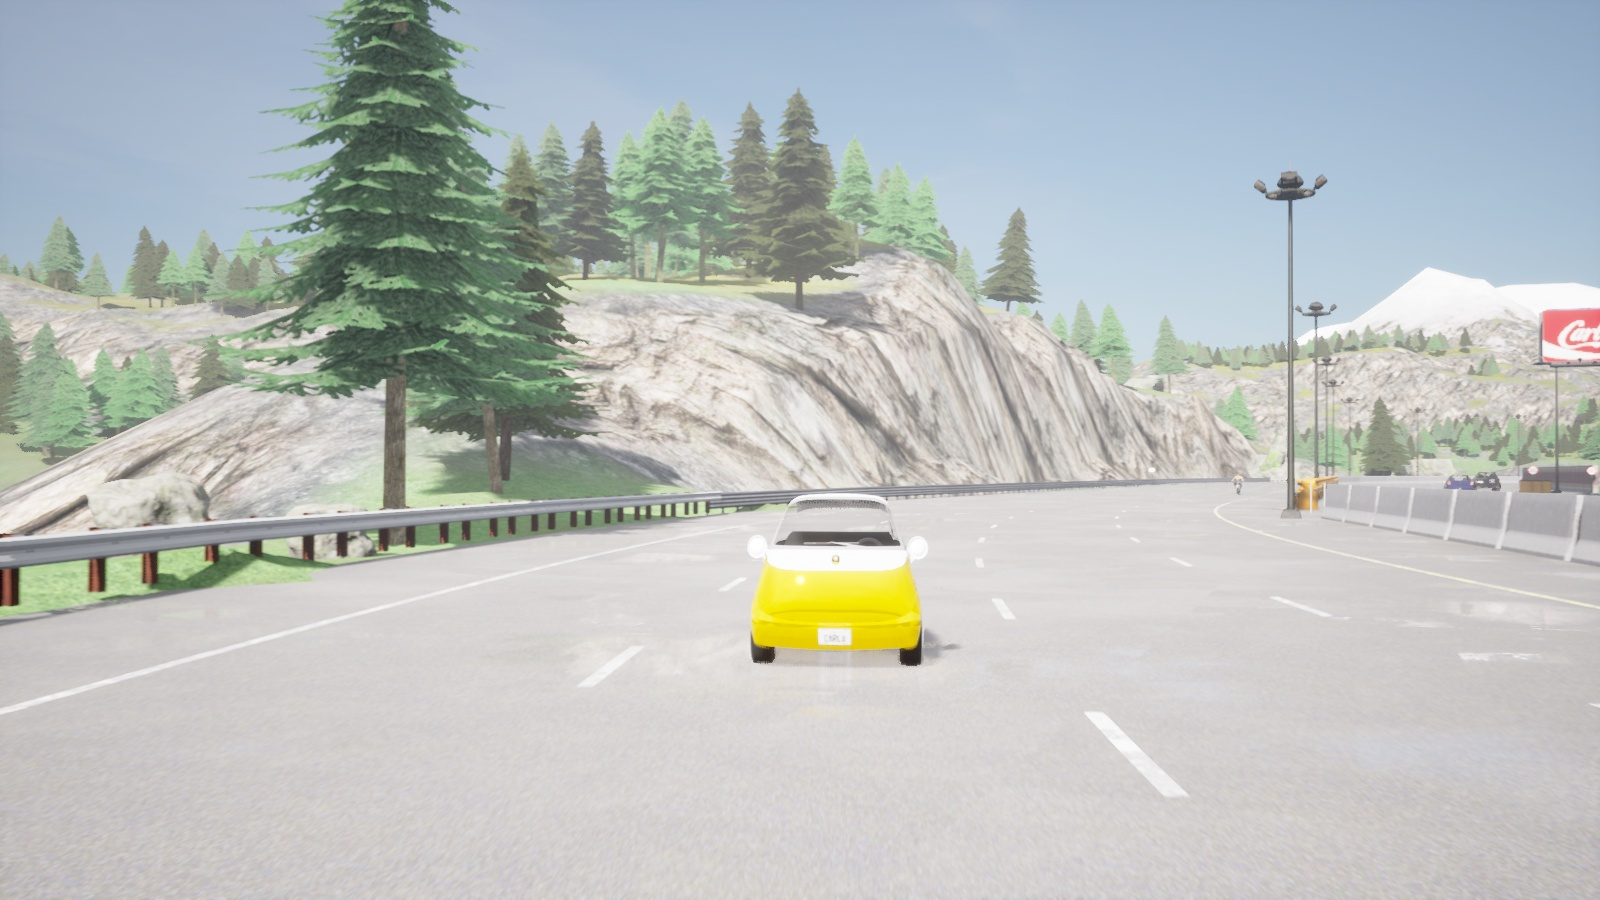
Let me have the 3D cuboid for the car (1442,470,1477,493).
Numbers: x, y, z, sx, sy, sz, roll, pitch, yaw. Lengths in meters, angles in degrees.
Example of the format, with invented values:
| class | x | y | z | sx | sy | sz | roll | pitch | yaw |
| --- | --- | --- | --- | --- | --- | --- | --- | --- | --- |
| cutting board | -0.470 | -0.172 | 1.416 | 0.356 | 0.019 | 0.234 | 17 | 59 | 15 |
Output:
| class | x | y | z | sx | sy | sz | roll | pitch | yaw |
| --- | --- | --- | --- | --- | --- | --- | --- | --- | --- |
| car | 44.019 | 2.069 | 83.890 | 1.845 | 1.501 | 3.633 | -1 | -1 | 24 |

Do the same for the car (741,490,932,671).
| class | x | y | z | sx | sy | sz | roll | pitch | yaw |
| --- | --- | --- | --- | --- | --- | --- | --- | --- | --- |
| car | 0.356 | 1.050 | 10.877 | 1.481 | 1.376 | 2.207 | 0 | -1 | 4 |
